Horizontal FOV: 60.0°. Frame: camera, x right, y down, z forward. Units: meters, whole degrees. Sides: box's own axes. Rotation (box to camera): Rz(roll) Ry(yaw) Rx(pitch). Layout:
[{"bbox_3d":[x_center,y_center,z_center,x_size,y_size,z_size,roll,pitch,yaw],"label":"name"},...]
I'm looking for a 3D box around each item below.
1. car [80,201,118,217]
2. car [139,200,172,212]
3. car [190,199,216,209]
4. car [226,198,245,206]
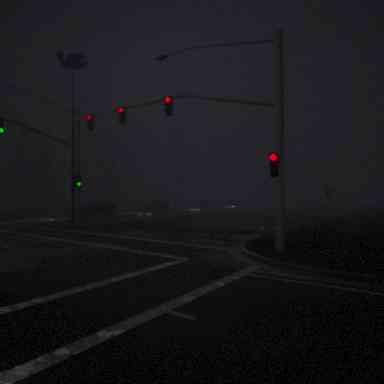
[{"bbox_3d":[-9.932,1.736,34.498,2.128,1.511,4.902,-1,0,35],"label":"car"},{"bbox_3d":[-4.557,1.749,42.155,1.837,1.490,4.892,-1,0,35],"label":"car"},{"bbox_3d":[1.777,1.794,51.252,2.033,1.411,5.357,-1,0,34],"label":"car"},{"bbox_3d":[7.790,1.810,59.778,1.994,1.385,4.181,-1,0,36],"label":"car"}]
